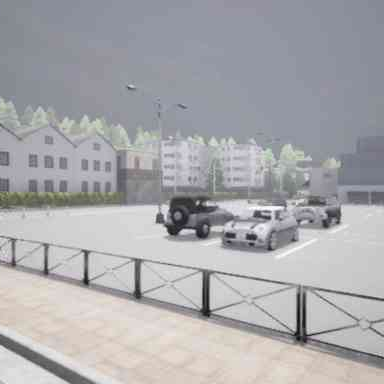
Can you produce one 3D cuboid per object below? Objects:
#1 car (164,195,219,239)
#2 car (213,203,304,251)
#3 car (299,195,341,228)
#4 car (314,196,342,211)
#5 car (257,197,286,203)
[{"bbox_3d":[0.397,1.056,15.593,1.905,1.878,3.866,0,0,35],"label":"car"},{"bbox_3d":[2.763,1.348,13.180,1.970,1.475,3.806,0,0,35],"label":"car"},{"bbox_3d":[7.614,1.084,20.134,1.932,1.855,4.605,0,0,35],"label":"car"},{"bbox_3d":[14.756,1.210,35.970,1.970,1.475,3.806,0,0,35],"label":"car"},{"bbox_3d":[7.703,1.267,32.316,2.007,1.523,4.514,0,0,35],"label":"car"}]
